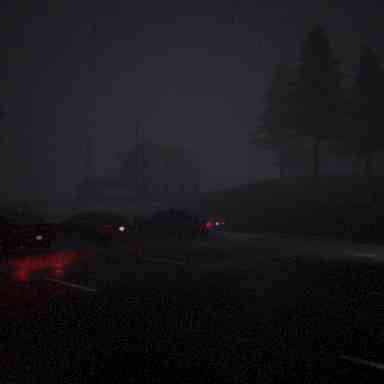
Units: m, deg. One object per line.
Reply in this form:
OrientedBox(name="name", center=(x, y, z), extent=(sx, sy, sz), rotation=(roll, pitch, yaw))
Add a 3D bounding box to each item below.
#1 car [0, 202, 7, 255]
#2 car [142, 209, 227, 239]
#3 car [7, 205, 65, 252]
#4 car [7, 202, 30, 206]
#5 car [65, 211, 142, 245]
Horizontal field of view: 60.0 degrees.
OrientedBox(name="car", center=(-7.774, 1.254, 9.445), extent=(5.566, 2.045, 2.150), rotation=(0, 0, 36))
OrientedBox(name="car", center=(-0.831, 1.576, 17.379), extent=(5.357, 1.411, 2.033), rotation=(0, 0, 36))
OrientedBox(name="car", center=(-7.612, 1.514, 13.657), extent=(5.008, 1.535, 1.882), rotation=(0, 0, 36))
OrientedBox(name="car", center=(-14.810, 1.565, 27.371), extent=(4.902, 1.511, 2.128), rotation=(0, 0, 36))
OrientedBox(name="car", center=(-4.731, 1.599, 15.890), extent=(4.181, 1.385, 1.994), rotation=(0, 0, 36))
